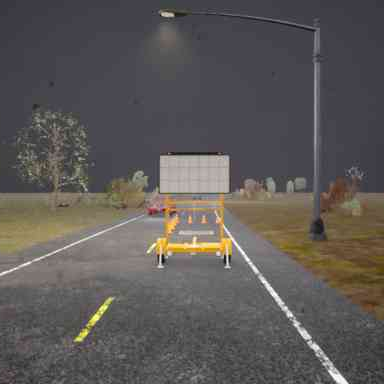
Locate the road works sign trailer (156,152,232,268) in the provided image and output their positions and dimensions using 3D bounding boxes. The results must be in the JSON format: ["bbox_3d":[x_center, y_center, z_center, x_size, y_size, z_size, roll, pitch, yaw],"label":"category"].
[{"bbox_3d":[0.085,0.464,11.258,2.380,3.560,2.880,0,0,1],"label":"road works sign trailer"}]

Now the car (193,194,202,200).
[{"bbox_3d":[1.459,1.198,90.119,2.150,2.045,5.566,0,0,6],"label":"car"}]

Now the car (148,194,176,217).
[{"bbox_3d":[-2.795,1.218,32.179,2.150,2.045,5.566,0,0,2],"label":"car"}]
